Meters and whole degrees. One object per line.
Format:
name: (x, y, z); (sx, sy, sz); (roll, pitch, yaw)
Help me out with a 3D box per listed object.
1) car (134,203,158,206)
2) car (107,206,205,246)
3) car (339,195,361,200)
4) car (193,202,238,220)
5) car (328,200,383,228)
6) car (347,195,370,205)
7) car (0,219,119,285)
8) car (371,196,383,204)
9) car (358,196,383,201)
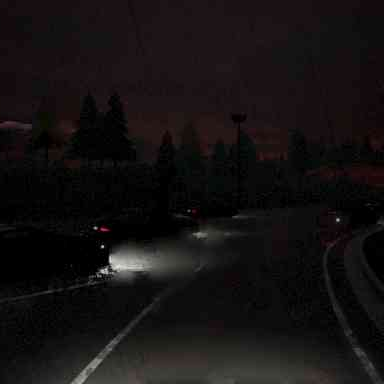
car: (-3.563, 1.603, 28.273); (4.718, 1.301, 1.895); (0, 0, -42)
car: (-2.127, 1.548, 15.410); (5.357, 1.411, 2.033); (0, 0, -42)
car: (21.662, 1.551, 46.389); (5.357, 1.411, 2.033); (0, 0, -42)
car: (1.594, 1.549, 28.219); (5.357, 1.411, 2.033); (0, 0, -42)
car: (10.981, 1.505, 22.555); (4.892, 1.490, 1.837); (1, 0, -42)
car: (28.845, 1.356, 57.614); (4.553, 1.767, 2.097); (0, 0, -42)
car: (-4.335, 1.564, 8.689); (4.181, 1.385, 1.994); (0, 0, -42)
car: (37.098, 1.529, 65.217); (4.902, 1.511, 2.128); (0, 0, -42)
car: (20.133, 1.494, 35.562); (4.902, 1.511, 2.128); (0, 0, -42)
